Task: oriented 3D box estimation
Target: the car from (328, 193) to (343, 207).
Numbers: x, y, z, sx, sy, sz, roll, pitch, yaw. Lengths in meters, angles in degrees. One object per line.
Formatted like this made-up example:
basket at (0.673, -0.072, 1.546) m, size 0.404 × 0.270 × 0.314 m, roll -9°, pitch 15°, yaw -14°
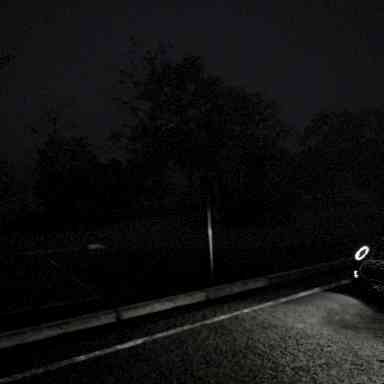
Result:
car at (14.303, 0.921, 38.159) m, size 2.002 × 1.452 × 4.674 m, roll 0°, pitch 0°, yaw -35°

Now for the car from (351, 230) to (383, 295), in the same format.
car at (5.730, 1.340, 7.763) m, size 4.553 × 1.767 × 2.097 m, roll 0°, pitch 0°, yaw -35°

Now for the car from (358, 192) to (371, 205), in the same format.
car at (18.871, 0.830, 41.580) m, size 1.946 × 1.575 × 5.366 m, roll -1°, pitch 1°, yaw -35°

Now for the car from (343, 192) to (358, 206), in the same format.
car at (16.674, 0.891, 39.851) m, size 2.163 × 1.488 × 4.792 m, roll 0°, pitch 0°, yaw -35°

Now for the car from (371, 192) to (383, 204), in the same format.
car at (21.160, 0.793, 43.183) m, size 1.946 × 1.575 × 5.366 m, roll -1°, pitch 1°, yaw -35°

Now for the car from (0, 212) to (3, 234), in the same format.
car at (-12.194, 1.597, 19.250) m, size 2.097 × 1.535 × 5.008 m, roll 0°, pitch 0°, yaw -35°

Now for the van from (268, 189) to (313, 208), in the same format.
van at (9.905, 0.679, 34.922) m, size 1.878 × 1.987 × 4.442 m, roll 0°, pitch 1°, yaw -35°

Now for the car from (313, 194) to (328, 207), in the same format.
car at (12.022, 0.932, 36.562) m, size 2.002 × 1.452 × 4.674 m, roll 0°, pitch 0°, yaw -35°
